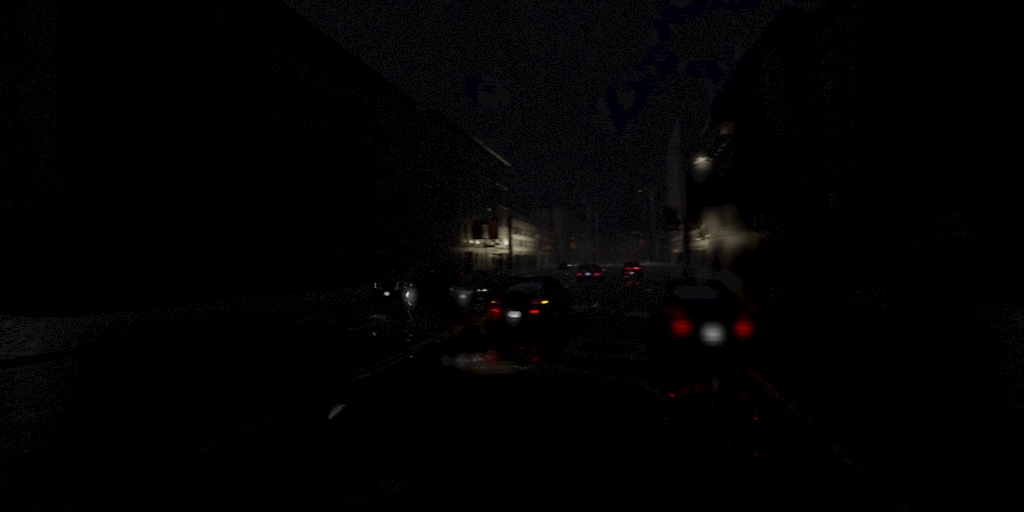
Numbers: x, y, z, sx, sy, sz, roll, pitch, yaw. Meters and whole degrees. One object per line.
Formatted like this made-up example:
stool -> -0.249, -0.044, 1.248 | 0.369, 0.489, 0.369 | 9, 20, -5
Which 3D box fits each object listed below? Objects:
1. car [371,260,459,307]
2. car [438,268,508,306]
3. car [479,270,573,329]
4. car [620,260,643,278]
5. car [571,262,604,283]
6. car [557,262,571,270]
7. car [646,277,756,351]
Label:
car -> -4.356, 1.213, 17.483 | 2.150, 2.045, 5.566 | -1, -1, 18
car -> -1.178, 1.405, 16.737 | 2.128, 1.511, 4.902 | -1, -1, 18
car -> 0.770, 1.349, 11.508 | 1.812, 1.442, 4.674 | -1, -1, 18
car -> 11.590, 1.297, 34.731 | 1.837, 1.490, 4.892 | -1, -1, 18
car -> 6.383, 1.403, 28.999 | 2.033, 1.411, 5.357 | -1, -1, 18
car -> 8.418, 1.631, 57.191 | 1.994, 1.385, 4.181 | -1, -1, 18
car -> 4.408, 1.244, 8.821 | 1.812, 1.442, 4.674 | -1, -1, 18
